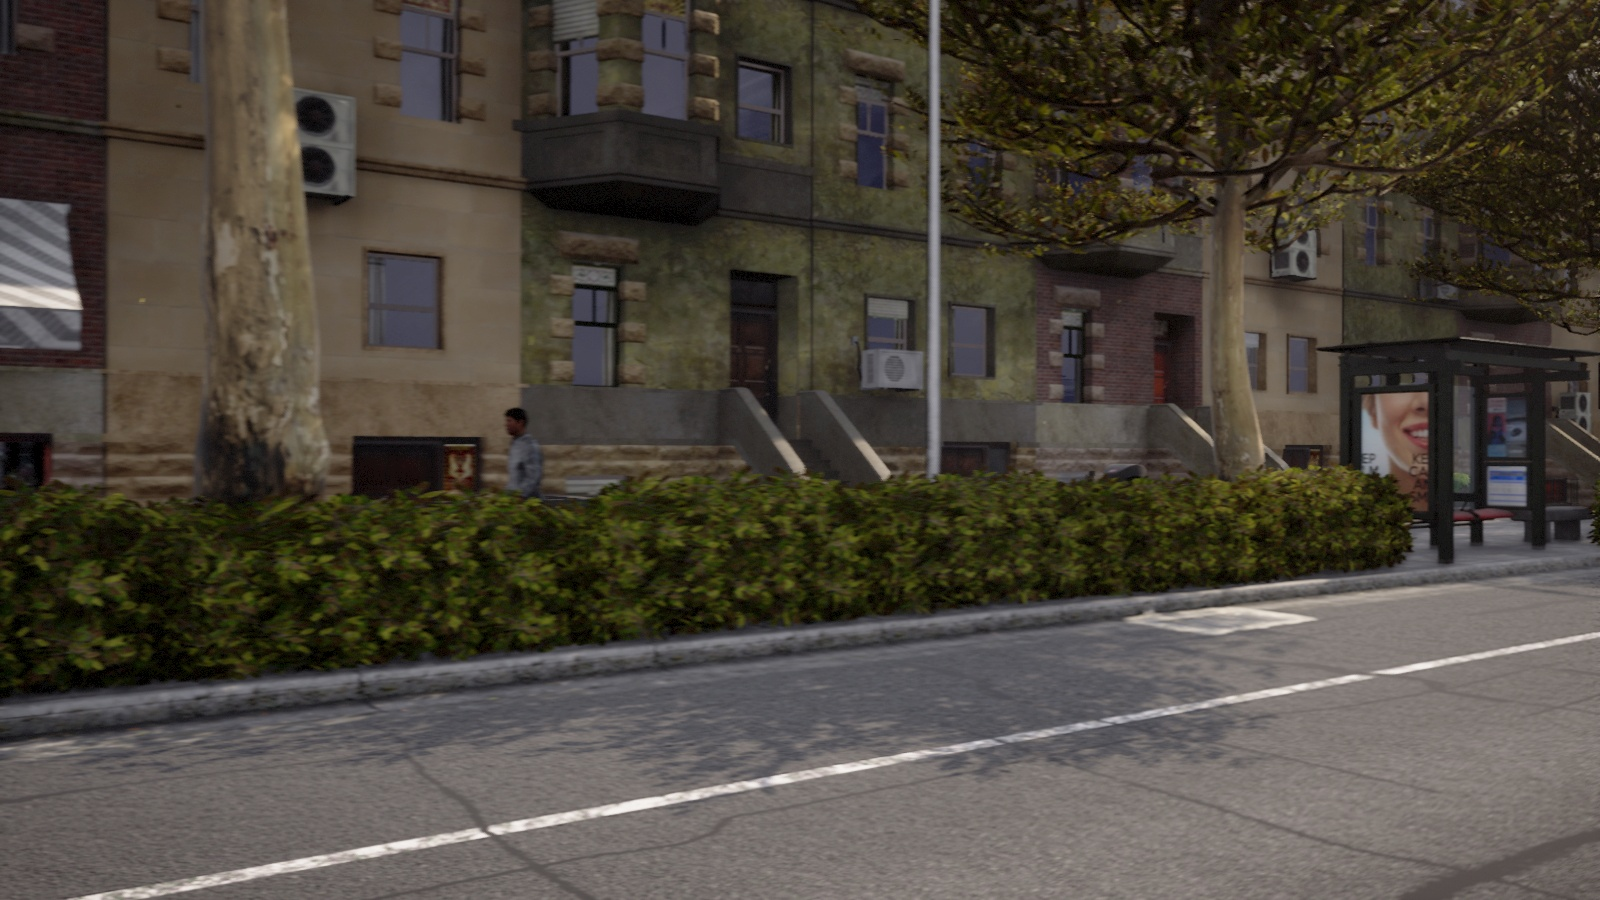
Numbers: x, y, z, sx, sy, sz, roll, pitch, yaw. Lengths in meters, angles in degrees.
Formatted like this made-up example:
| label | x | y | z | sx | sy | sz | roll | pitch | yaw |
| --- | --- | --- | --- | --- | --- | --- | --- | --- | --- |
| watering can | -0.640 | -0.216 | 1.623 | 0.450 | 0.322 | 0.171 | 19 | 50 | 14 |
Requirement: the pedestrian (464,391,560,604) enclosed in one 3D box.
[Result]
| label | x | y | z | sx | sy | sz | roll | pitch | yaw |
| --- | --- | --- | --- | --- | --- | --- | --- | --- | --- |
| pedestrian | -2.728 | 0.436 | 11.903 | 0.788 | 1.949 | 0.423 | 0 | 0 | -34 |
